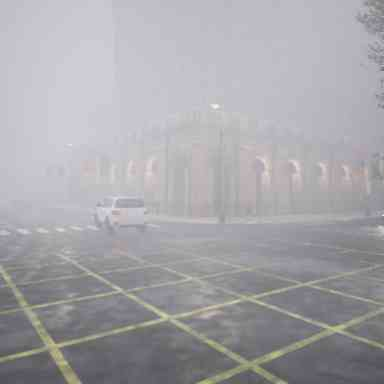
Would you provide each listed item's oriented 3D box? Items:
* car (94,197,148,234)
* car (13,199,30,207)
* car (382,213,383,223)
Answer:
[{"bbox_3d":[-4.382,1.296,20.119,2.150,2.045,5.566,1,-1,-26],"label":"car"},{"bbox_3d":[-26.371,1.681,51.346,1.895,1.301,4.718,1,0,-35],"label":"car"},{"bbox_3d":[16.462,1.750,25.555,4.902,1.511,2.128,1,0,-35],"label":"car"}]
